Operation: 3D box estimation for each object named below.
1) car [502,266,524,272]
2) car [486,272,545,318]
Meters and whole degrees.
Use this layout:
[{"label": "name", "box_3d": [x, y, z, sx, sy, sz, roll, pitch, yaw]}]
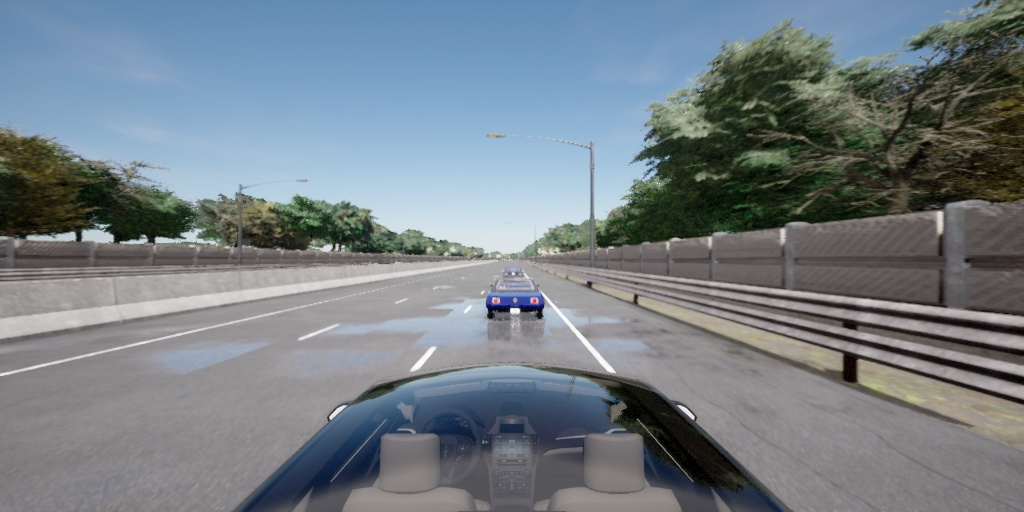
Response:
[{"label": "car", "box_3d": [0.110, 1.591, 33.009, 2.033, 1.411, 5.357, 0, -1, 0]}, {"label": "car", "box_3d": [0.105, 1.457, 13.481, 1.895, 1.301, 4.718, 0, -1, 0]}]
